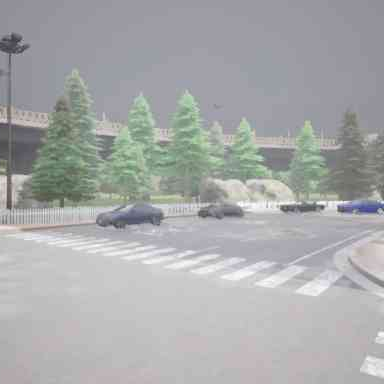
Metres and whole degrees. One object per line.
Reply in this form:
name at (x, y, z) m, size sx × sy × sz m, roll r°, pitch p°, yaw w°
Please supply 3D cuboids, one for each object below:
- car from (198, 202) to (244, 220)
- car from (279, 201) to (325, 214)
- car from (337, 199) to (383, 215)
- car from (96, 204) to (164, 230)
car at (2.466, 1.516, 27.931) m, size 4.181 × 1.385 × 1.994 m, roll 0°, pitch 0°, yaw -43°
car at (11.338, 1.554, 34.324) m, size 4.718 × 1.301 × 1.895 m, roll 0°, pitch 0°, yaw -26°
car at (16.707, 1.430, 32.855) m, size 5.008 × 1.535 × 1.882 m, roll 0°, pitch 0°, yaw -17°
car at (-3.828, 1.476, 21.160) m, size 1.812 × 1.442 × 4.674 m, roll 0°, pitch 0°, yaw 41°
